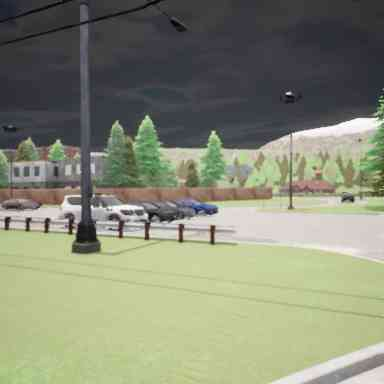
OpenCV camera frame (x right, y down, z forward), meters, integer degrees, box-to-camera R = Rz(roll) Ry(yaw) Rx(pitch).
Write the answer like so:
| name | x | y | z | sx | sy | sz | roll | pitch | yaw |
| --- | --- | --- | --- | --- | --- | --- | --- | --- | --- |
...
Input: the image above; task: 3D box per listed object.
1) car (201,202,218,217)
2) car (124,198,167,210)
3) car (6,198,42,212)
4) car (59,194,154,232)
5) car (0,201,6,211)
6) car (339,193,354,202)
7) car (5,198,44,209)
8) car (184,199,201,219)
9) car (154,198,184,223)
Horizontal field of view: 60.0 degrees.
| name | x | y | z | sx | sy | sz | roll | pitch | yaw |
| --- | --- | --- | --- | --- | --- | --- | --- | --- | --- |
| car | -0.183 | 1.314 | 28.921 | 5.008 | 1.535 | 1.882 | -1 | 0 | 26 |
| car | -5.349 | 1.421 | 38.727 | 4.718 | 1.301 | 1.895 | 0 | 0 | 5 |
| car | -19.934 | 1.459 | 38.473 | 4.674 | 1.442 | 1.812 | 0 | 0 | 26 |
| car | -5.335 | 1.152 | 19.747 | 5.566 | 2.045 | 2.150 | -1 | 0 | 26 |
| car | -23.200 | 1.519 | 36.149 | 5.357 | 1.411 | 2.033 | 0 | 0 | 26 |
| car | 26.445 | 0.978 | 56.862 | 1.837 | 1.490 | 4.892 | 2 | 1 | 18 |
| car | -21.841 | 1.520 | 43.346 | 4.718 | 1.301 | 1.895 | 0 | 0 | 24 |
| car | -1.985 | 1.393 | 25.914 | 4.674 | 1.442 | 1.812 | 0 | 0 | 26 |
| car | -3.355 | 1.374 | 22.680 | 5.008 | 1.535 | 1.882 | -1 | 0 | 26 |
